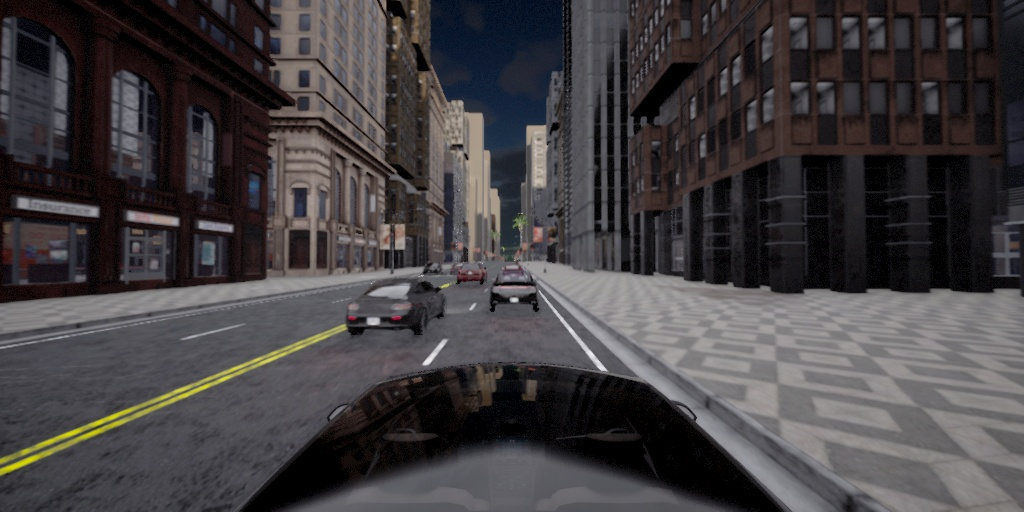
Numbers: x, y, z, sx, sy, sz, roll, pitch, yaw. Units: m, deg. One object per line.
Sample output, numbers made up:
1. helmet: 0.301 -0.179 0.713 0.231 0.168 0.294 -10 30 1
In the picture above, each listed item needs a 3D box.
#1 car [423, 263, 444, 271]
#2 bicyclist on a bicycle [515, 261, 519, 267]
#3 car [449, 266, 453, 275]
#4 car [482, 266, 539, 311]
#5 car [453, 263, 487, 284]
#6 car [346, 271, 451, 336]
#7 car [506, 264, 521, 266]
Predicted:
1. car: -9.814 1.587 44.876 1.837 1.490 4.892 0 -1 0
2. bicyclist on a bicycle: 0.921 1.625 57.470 0.582 1.620 1.656 0 -1 0
3. car: -6.565 1.605 44.647 1.812 1.442 4.674 0 0 0
4. car: 0.094 1.346 15.058 2.128 1.511 4.902 0 0 0
5. car: -3.154 1.314 29.202 2.097 1.767 4.553 0 -1 0
6. car: -3.176 1.344 10.523 1.812 1.442 4.674 0 0 0
7. car: 0.107 1.466 32.505 1.882 1.535 5.008 0 0 0
